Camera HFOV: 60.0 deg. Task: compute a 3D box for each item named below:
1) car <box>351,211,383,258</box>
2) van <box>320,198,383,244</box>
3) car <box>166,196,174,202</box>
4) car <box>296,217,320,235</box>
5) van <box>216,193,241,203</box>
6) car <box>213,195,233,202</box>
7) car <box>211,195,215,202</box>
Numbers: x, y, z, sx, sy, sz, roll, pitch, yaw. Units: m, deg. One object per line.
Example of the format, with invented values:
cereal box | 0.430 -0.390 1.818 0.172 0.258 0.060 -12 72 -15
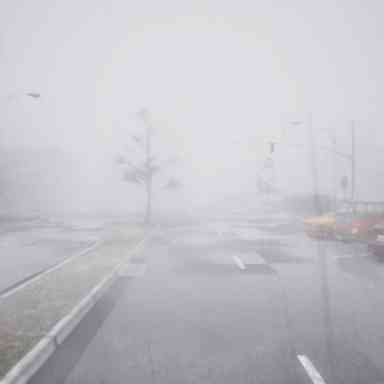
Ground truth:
car | 8.099 1.515 11.086 4.792 1.488 2.163 1 0 -20
van | 7.968 1.259 14.013 4.442 1.987 1.878 1 0 -20
car | -5.858 1.907 87.509 2.128 1.511 4.902 0 -1 0
car | 7.902 1.481 16.972 5.366 1.575 1.946 1 0 -20
van | 7.981 1.210 69.281 4.442 1.987 1.878 1 -1 -20
car | 8.123 1.737 87.196 4.553 1.767 2.185 1 -1 -20
car | 7.916 1.643 78.186 5.366 1.575 1.946 1 -1 -20
